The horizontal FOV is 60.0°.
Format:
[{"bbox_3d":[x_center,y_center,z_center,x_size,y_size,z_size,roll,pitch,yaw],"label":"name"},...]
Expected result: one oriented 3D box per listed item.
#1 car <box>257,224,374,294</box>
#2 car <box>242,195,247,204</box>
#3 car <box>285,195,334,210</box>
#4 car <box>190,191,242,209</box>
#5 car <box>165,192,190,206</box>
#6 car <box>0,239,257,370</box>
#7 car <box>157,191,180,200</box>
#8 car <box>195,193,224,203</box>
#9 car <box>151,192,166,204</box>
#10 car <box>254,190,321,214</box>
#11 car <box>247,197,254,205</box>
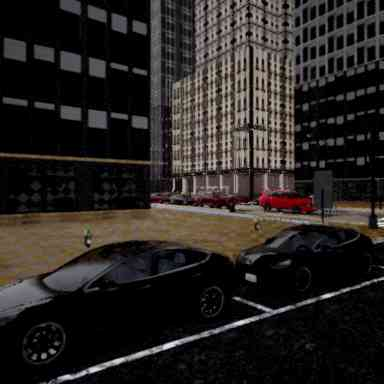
[{"bbox_3d":[3.106,1.558,8.773,4.313,1.339,1.947,0,0,-35],"label":"car"},{"bbox_3d":[5.848,0.946,44.376,1.802,1.307,4.206,1,0,-36],"label":"car"},{"bbox_3d":[12.443,1.096,35.489,1.752,1.417,4.829,1,0,-36],"label":"car"},{"bbox_3d":[2.402,0.819,34.889,2.192,1.841,5.009,1,0,-36],"label":"car"},{"bbox_3d":[-0.916,0.964,39.430,1.947,1.339,4.313,1,0,-36],"label":"car"},{"bbox_3d":[-1.167,1.564,5.728,4.313,1.339,1.947,0,0,-35],"label":"car"},{"bbox_3d":[-4.090,0.615,57.995,1.947,1.339,4.313,1,0,-36],"label":"car"},{"bbox_3d":[2.535,0.825,48.916,1.947,1.339,4.313,1,0,-36],"label":"car"},{"bbox_3d":[-4.227,0.838,43.968,1.887,1.381,4.507,1,0,-36],"label":"car"},{"bbox_3d":[8.777,0.908,30.687,2.150,2.045,5.566,0,3,-36],"label":"car"},{"bbox_3d":[9.161,1.035,39.837,1.947,1.339,4.313,1,0,-36],"label":"car"}]
